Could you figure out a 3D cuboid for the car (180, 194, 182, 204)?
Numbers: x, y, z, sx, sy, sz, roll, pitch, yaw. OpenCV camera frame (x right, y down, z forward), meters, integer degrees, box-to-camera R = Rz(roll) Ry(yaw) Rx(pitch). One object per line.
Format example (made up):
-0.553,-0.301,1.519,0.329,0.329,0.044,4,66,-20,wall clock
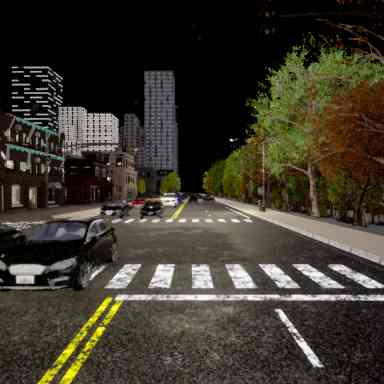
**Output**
-3.156,1.199,65.227,2.150,2.045,5.566,0,0,1,car

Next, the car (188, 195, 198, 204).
0.220,1.480,65.271,1.837,1.490,4.892,0,0,0,car

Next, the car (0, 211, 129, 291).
-3.335,1.490,9.101,2.128,1.511,4.902,0,0,0,car

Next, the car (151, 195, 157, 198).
-6.472,1.330,57.487,2.097,1.767,4.553,0,0,0,car

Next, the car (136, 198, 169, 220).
-3.298,1.496,28.485,1.837,1.490,4.892,0,0,0,car

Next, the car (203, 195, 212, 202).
3.385,1.448,74.274,1.882,1.535,5.008,0,0,0,car

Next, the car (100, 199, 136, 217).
-6.546,1.483,28.792,2.128,1.511,4.902,0,0,0,car

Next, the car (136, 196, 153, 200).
-6.519,1.512,42.087,1.812,1.442,4.674,0,0,0,car

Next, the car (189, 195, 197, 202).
0.150,1.494,75.609,1.812,1.442,4.674,0,0,0,car

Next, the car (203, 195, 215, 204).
3.468,1.467,64.005,2.128,1.511,4.902,0,0,0,car

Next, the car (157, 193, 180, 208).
-3.245,1.205,47.088,2.150,2.045,5.566,0,0,1,car
